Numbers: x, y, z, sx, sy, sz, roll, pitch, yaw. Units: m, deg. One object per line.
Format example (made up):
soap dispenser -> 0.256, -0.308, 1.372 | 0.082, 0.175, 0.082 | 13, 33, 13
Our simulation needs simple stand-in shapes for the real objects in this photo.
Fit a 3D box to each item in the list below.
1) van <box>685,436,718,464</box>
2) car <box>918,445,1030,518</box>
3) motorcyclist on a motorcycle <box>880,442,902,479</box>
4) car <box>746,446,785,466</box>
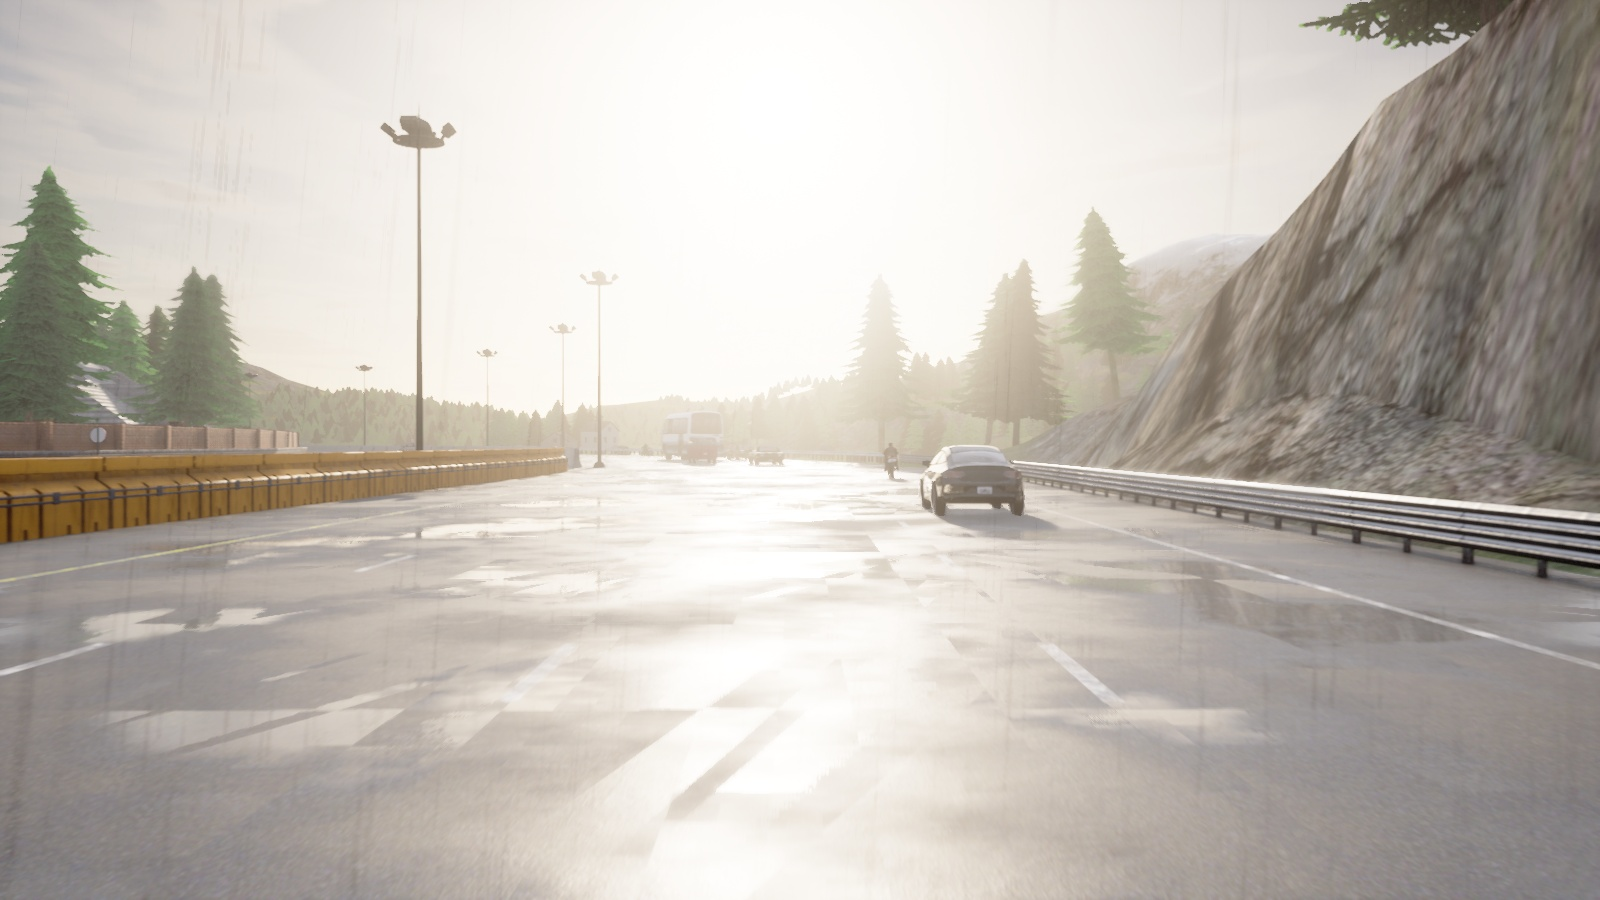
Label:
van -> -7.166, -0.018, 90.821 | 1.775, 1.987, 4.442 | 0, 0, -12
car -> 3.673, 0.621, 27.319 | 1.812, 1.442, 4.674 | 0, 0, 0
motorcyclist on a motorcycle -> 3.849, 0.431, 53.288 | 0.797, 1.523, 2.044 | 0, 0, 0
car -> -2.353, 0.367, 84.747 | 1.895, 1.301, 4.718 | 0, 0, -10
